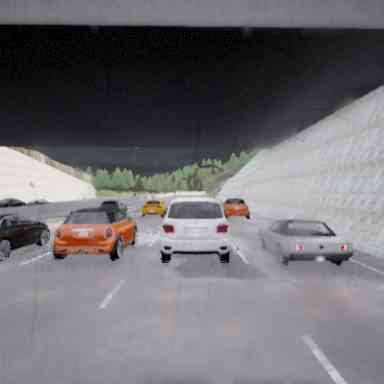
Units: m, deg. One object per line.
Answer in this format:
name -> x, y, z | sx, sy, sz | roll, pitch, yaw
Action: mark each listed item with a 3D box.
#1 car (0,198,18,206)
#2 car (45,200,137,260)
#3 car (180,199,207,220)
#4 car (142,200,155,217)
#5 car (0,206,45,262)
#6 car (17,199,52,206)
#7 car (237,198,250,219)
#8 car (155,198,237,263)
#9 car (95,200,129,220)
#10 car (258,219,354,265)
car -> -21.082, 1.436, 38.238 | 1.882, 1.535, 5.008 | 0, 0, 0
car -> -3.395, 1.338, 12.530 | 2.097, 1.767, 4.553 | 0, 0, 0
car -> 0.110, 1.458, 29.043 | 2.128, 1.511, 4.902 | 0, 0, 0
car -> -3.391, 1.443, 30.631 | 1.882, 1.535, 5.008 | 0, 0, 0
car -> -6.895, 1.478, 12.050 | 2.128, 1.511, 4.902 | 0, 0, 0
car -> -17.582, 1.522, 37.966 | 1.994, 1.385, 4.181 | 0, 0, 0
car -> 3.609, 1.318, 28.789 | 2.097, 1.767, 4.553 | 0, 0, 0
car -> 0.105, 1.207, 12.111 | 2.150, 2.045, 5.566 | 0, 0, 0
car -> -6.891, 1.472, 29.128 | 1.837, 1.490, 4.892 | 0, 0, 0
car -> 3.605, 1.587, 11.557 | 1.895, 1.301, 4.718 | 0, 0, 0
